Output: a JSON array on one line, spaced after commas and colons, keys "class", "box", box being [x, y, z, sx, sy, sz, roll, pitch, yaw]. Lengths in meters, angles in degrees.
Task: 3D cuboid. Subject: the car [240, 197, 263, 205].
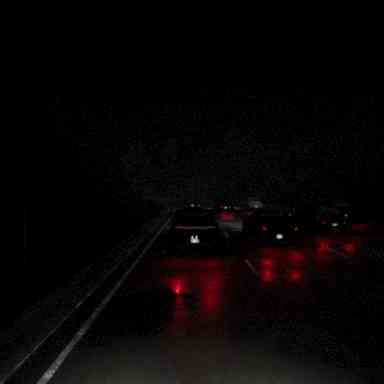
[{"class": "car", "box": [6.786, 1.333, 38.067, 1.812, 1.442, 4.674, 0, 0, -3]}]

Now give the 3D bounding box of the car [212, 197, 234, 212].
[{"class": "car", "box": [3.358, 1.321, 36.565, 1.837, 1.490, 4.892, 0, 1, -3]}]

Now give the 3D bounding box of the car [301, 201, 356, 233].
[{"class": "car", "box": [7.096, 1.430, 18.851, 1.812, 1.442, 4.674, 0, 0, 0]}]

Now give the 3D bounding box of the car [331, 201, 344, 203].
[{"class": "car", "box": [10.600, 1.398, 25.068, 1.812, 1.442, 4.674, 0, 0, 0]}]

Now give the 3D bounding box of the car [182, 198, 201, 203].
[{"class": "car", "box": [-0.039, 1.371, 34.973, 2.033, 1.411, 5.357, 0, 0, -2]}]

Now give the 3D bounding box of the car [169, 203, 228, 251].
[{"class": "car", "box": [0.099, 1.422, 13.696, 2.128, 1.511, 4.902, 0, 0, 0]}]

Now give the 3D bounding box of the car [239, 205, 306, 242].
[{"class": "car", "box": [3.601, 1.520, 15.879, 1.895, 1.301, 4.718, 0, 0, 0]}]
